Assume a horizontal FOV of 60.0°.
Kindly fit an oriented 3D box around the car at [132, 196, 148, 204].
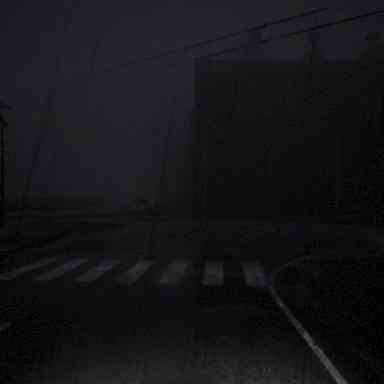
[{"bbox_3d":[-7.996,1.232,51.612,1.895,1.301,4.718,0,0,-2],"label":"car"}]
